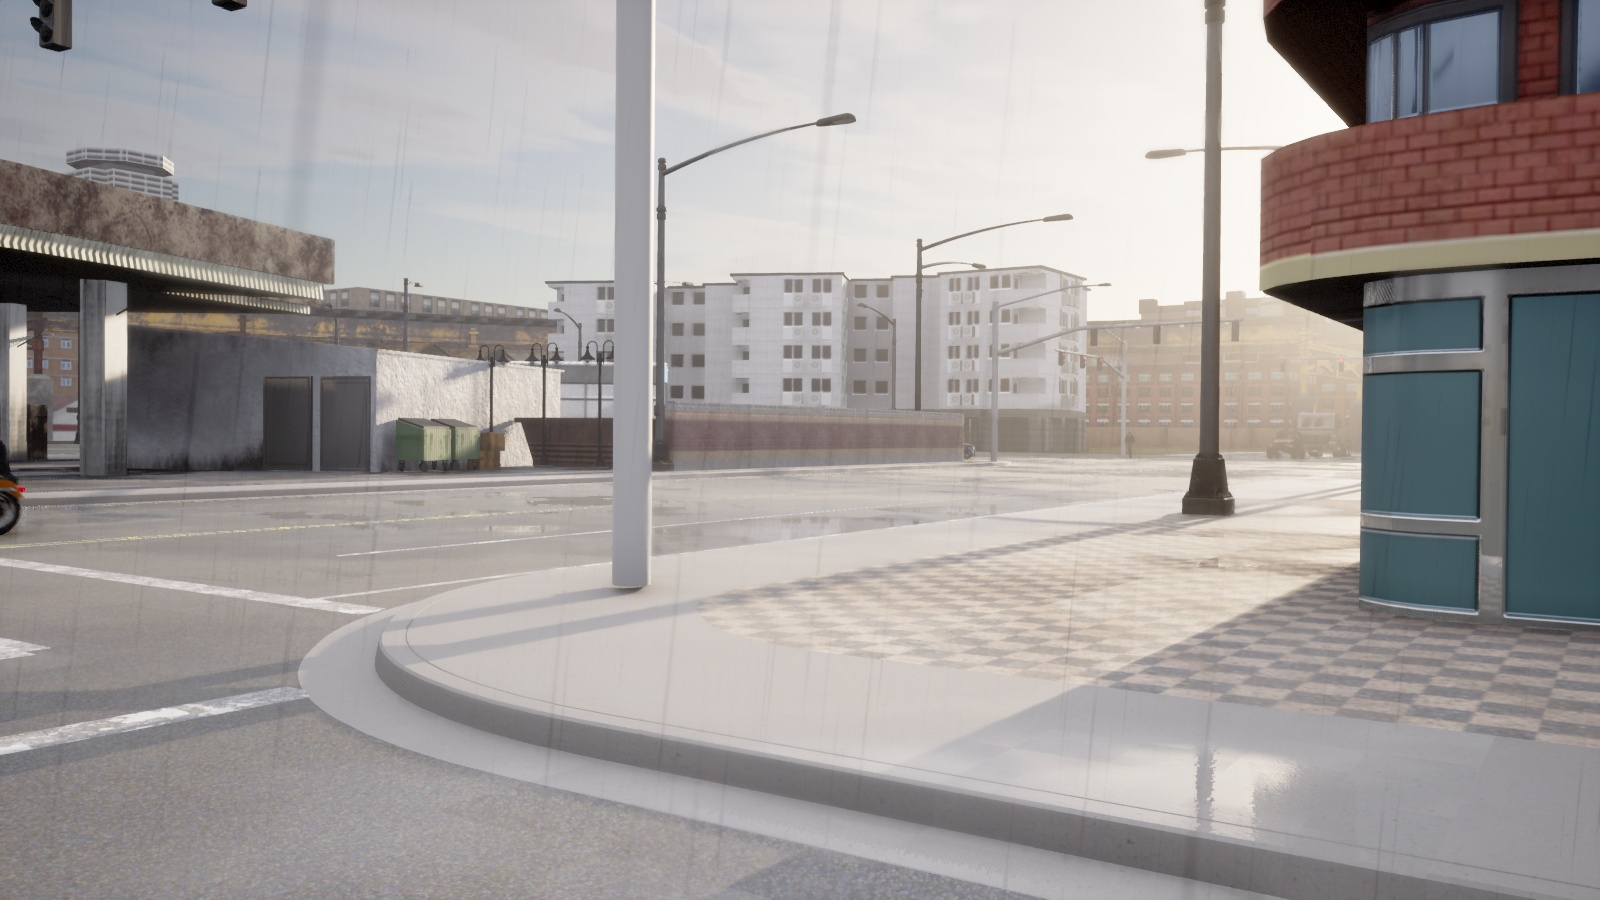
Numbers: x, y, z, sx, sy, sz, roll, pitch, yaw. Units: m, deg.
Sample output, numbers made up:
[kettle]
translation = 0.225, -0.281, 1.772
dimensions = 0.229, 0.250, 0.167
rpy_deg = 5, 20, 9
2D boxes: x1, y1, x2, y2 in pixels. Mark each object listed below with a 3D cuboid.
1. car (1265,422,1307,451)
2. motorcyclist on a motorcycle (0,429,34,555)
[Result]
[car]
translation = 32.754, -0.924, 84.591
dimensions = 1.905, 1.878, 3.866
rpy_deg = 0, 1, 33
[motorcyclist on a motorcycle]
translation = -11.204, 0.565, 15.990
dimensions = 0.766, 1.649, 2.350
rpy_deg = 0, 1, 33
